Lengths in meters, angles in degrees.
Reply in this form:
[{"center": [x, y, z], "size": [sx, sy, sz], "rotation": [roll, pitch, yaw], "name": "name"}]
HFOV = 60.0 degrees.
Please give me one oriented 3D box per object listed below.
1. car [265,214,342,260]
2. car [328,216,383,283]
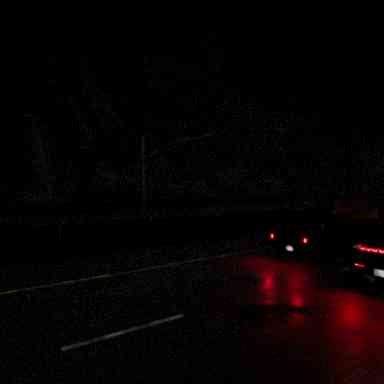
[{"center": [4.835, 1.435, 11.663], "size": [4.718, 1.301, 1.895], "rotation": [-1, 1, -36], "name": "car"}, {"center": [5.693, 1.349, 7.957], "size": [4.902, 1.511, 2.128], "rotation": [-1, 1, -36], "name": "car"}]
